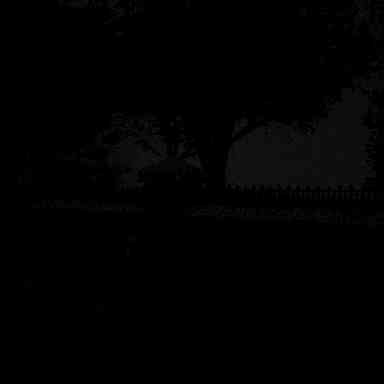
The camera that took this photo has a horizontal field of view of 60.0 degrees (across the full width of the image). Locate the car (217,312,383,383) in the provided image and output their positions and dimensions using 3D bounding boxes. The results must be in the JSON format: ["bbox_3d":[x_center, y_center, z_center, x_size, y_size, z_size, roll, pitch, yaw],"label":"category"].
[{"bbox_3d":[2.361,1.323,1.214,5.009,1.841,2.192,0,0,35],"label":"car"}]
